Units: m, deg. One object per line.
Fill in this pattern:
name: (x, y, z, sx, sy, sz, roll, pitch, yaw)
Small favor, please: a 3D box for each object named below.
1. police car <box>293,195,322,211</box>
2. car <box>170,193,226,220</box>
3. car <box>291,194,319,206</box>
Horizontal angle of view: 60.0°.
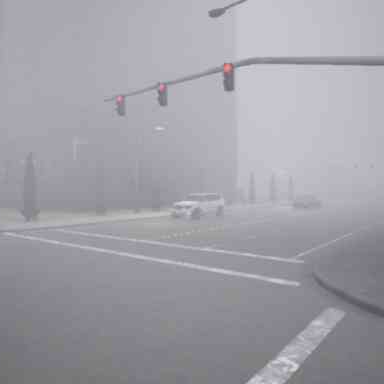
police car: (12.686, 1.129, 36.579, 1.930, 1.638, 5.238, 0, 0, 39)
car: (0.627, 1.096, 27.362, 2.150, 2.045, 5.566, 0, 1, 39)
car: (15.633, 1.108, 45.884, 2.128, 1.511, 4.902, 0, 0, 39)
